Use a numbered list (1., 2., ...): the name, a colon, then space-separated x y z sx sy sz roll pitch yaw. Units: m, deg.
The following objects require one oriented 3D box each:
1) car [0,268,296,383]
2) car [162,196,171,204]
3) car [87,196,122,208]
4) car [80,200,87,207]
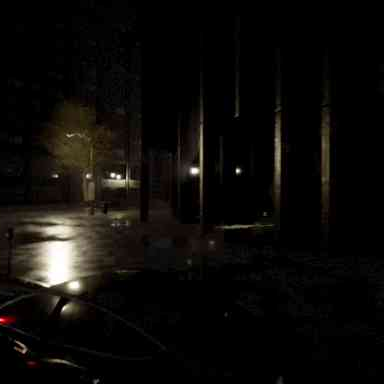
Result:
1. car: -1.065 1.567 3.709 4.313 1.339 1.947 0 0 35
2. car: -3.723 1.458 62.448 1.994 1.385 4.181 0 0 35
3. car: -11.676 1.504 45.683 1.994 1.385 4.181 0 0 35
4. car: -13.823 1.428 48.277 1.837 1.490 4.892 0 0 35
